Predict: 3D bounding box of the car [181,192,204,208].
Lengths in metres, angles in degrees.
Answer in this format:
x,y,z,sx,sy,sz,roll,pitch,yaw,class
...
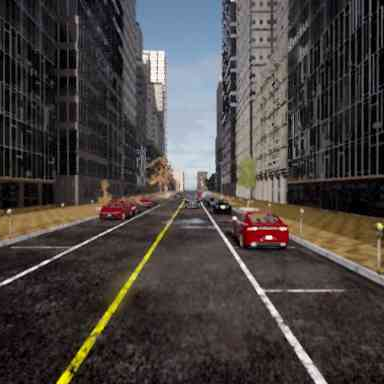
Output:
x,y,z,sx,sy,sz,roll,pitch,yaw,class
0.092,1.150,41.070,2.128,1.511,4.902,0,1,0,car

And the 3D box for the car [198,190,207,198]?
x,y,z,sx,sy,sz,roll,pitch,yaw,class
2.680,0.537,87.820,2.192,1.841,5.009,0,1,0,car

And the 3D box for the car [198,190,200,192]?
x,y,z,sx,sy,sz,roll,pitch,yaw,class
2.683,0.881,65.053,1.967,1.590,4.097,0,1,0,car

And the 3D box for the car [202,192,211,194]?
x,y,z,sx,sy,sz,roll,pitch,yaw,class
2.684,1.112,53.670,1.947,1.339,4.313,0,1,0,car

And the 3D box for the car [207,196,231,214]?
x,y,z,sx,sy,sz,roll,pitch,yaw,class
2.687,1.312,30.902,1.947,1.339,4.313,0,0,0,car

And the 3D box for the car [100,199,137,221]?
x,y,z,sx,sy,sz,roll,pitch,yaw,class
-5.692,1.340,25.215,1.887,1.381,4.507,0,0,0,car

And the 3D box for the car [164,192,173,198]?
x,y,z,sx,sy,sz,roll,pitch,yaw,class
-5.701,0.828,82.140,2.008,1.369,4.403,0,1,0,car

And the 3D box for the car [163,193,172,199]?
x,y,z,sx,sy,sz,roll,pitch,yaw,class
-5.700,0.859,76.277,1.752,1.417,4.829,0,1,0,car

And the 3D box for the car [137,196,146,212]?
x,y,z,sx,sy,sz,roll,pitch,yaw,class
-5.693,1.328,30.909,1.802,1.307,4.206,0,0,0,car

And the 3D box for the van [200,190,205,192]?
x,y,z,sx,sy,sz,roll,pitch,yaw,class
2.684,0.835,59.362,1.690,1.788,3.998,0,1,0,van

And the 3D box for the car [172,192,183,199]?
x,y,z,sx,sy,sz,roll,pitch,yaw,class
-3.012,0.693,76.025,1.882,1.535,5.008,0,1,0,car

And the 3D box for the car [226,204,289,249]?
x,y,z,sx,sy,sz,roll,pitch,yaw,class
2.690,1.435,13.826,1.887,1.381,4.507,0,0,0,car

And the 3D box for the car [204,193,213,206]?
x,y,z,sx,sy,sz,roll,pitch,yaw,class
2.686,1.213,42.286,1.947,1.339,4.313,0,1,0,car

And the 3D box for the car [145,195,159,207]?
x,y,z,sx,sy,sz,roll,pitch,yaw,class
-5.695,1.192,42.293,1.887,1.381,4.507,0,1,0,car
